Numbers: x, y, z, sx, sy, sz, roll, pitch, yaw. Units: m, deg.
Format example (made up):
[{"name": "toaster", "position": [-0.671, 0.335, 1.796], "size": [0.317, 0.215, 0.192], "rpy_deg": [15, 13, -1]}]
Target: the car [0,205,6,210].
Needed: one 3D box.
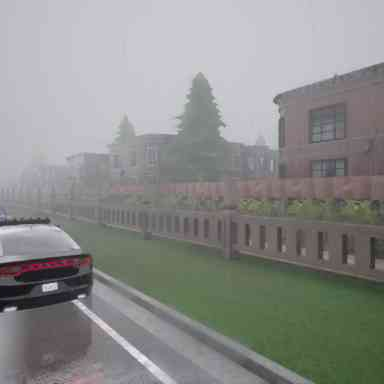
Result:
[{"name": "car", "position": [-9.780, 1.351, 15.743], "size": [2.097, 1.767, 4.553], "rpy_deg": [0, 0, -36]}]

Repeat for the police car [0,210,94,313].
[{"name": "police car", "position": [-3.958, 1.425, 7.785], "size": [1.930, 1.638, 5.238], "rpy_deg": [0, 0, -36]}]
